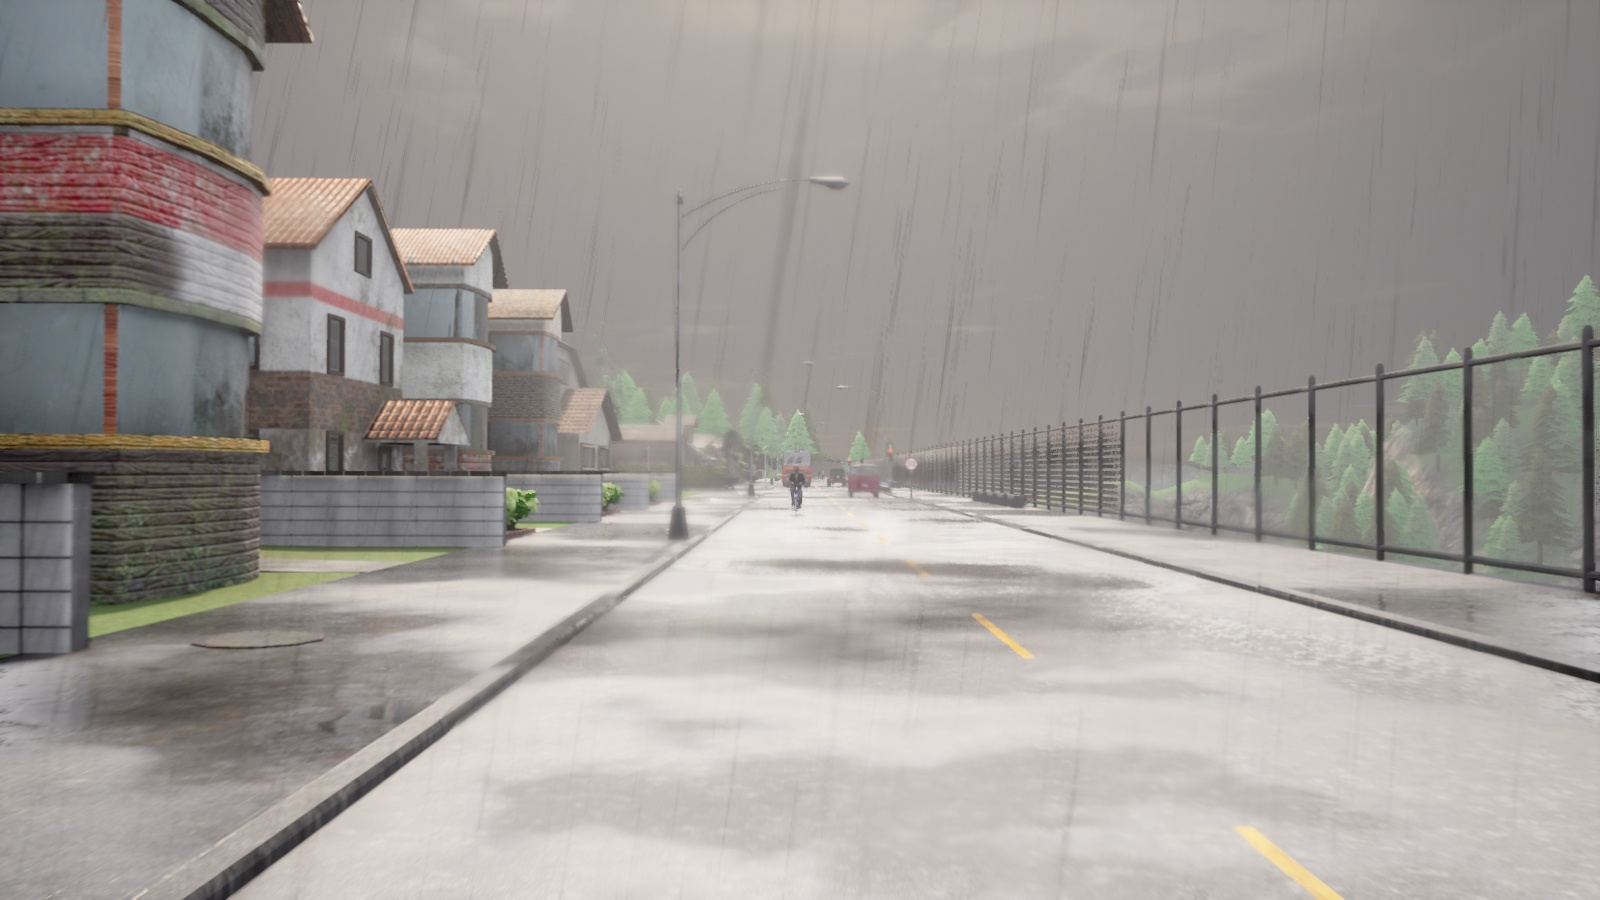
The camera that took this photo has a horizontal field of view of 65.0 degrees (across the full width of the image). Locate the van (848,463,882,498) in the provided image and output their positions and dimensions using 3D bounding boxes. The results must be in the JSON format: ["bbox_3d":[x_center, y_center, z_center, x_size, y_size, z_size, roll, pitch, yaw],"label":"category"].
[{"bbox_3d":[3.816,1.802,74.670,1.775,1.987,4.442,0,-1,0],"label":"van"}]
